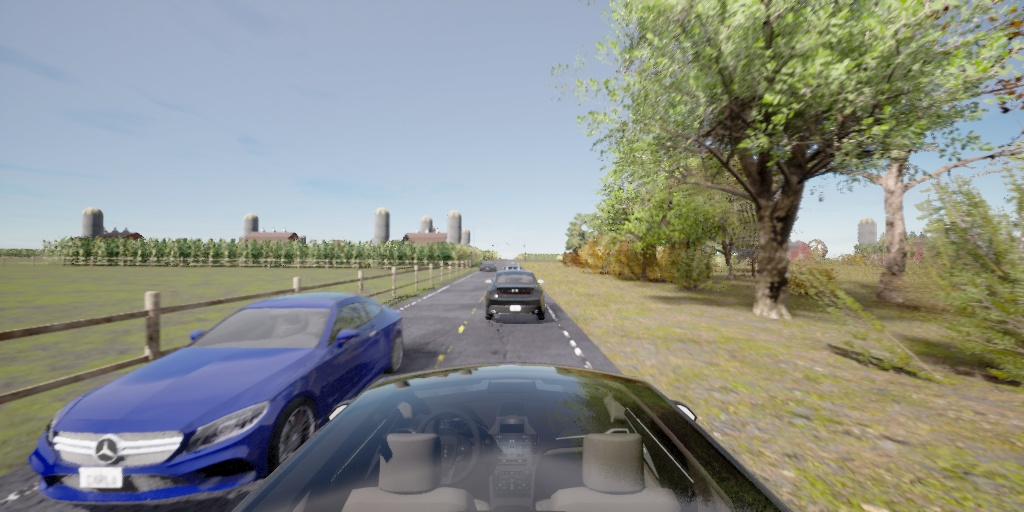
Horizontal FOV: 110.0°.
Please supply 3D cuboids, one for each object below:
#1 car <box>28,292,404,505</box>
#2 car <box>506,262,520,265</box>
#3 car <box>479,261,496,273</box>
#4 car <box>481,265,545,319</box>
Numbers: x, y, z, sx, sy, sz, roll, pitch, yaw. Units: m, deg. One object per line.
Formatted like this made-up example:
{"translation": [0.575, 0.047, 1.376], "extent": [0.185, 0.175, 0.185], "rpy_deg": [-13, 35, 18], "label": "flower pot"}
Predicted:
{"translation": [-2.842, 1.272, 4.816], "extent": [1.812, 1.442, 4.674], "rpy_deg": [0, 0, 0], "label": "car"}
{"translation": [0.090, 1.308, 38.638], "extent": [1.895, 1.301, 4.718], "rpy_deg": [0, 0, 0], "label": "car"}
{"translation": [-2.843, 1.266, 43.371], "extent": [1.994, 1.385, 4.181], "rpy_deg": [0, 0, 0], "label": "car"}
{"translation": [0.098, 1.242, 12.670], "extent": [1.837, 1.490, 4.892], "rpy_deg": [0, 0, 0], "label": "car"}
